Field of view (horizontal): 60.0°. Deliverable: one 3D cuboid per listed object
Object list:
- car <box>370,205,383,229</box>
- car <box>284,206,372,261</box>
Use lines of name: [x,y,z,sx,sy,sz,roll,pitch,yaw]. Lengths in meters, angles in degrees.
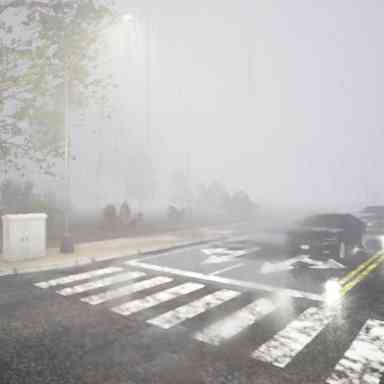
car: [11.510,1.570,20.619,1.812,1.442,4.674,-1,-1,39]
car: [5.245,1.524,12.814,1.882,1.535,5.008,-1,-1,39]
